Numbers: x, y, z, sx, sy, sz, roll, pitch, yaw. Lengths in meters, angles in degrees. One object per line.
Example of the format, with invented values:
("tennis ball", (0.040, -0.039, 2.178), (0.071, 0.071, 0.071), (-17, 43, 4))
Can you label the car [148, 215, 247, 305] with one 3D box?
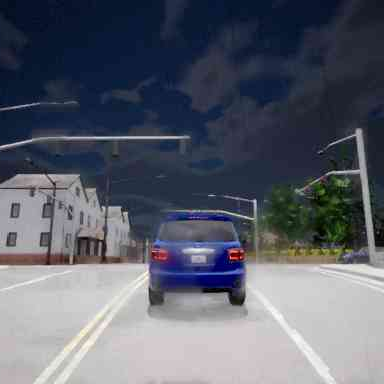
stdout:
("car", (0.077, 1.761, 9.288), (2.150, 2.045, 5.566), (0, -7, -1))

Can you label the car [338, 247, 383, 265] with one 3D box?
("car", (15.424, 5.658, 29.592), (4.553, 1.767, 2.097), (0, -12, 1))
